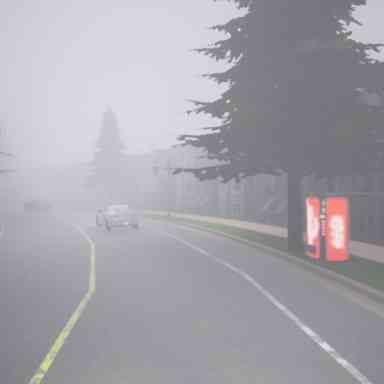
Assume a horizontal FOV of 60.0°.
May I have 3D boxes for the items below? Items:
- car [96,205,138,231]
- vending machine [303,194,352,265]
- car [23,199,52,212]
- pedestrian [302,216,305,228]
[{"bbox_3d":[-4.668,1.502,20.505,1.812,1.442,4.674,0,0,-26],"label":"car"},{"bbox_3d":[4.242,1.133,10.476,1.100,2.100,0.880,0,0,-12],"label":"vending machine"},{"bbox_3d":[-17.766,1.502,38.058,2.128,1.511,4.902,0,0,-44],"label":"car"},{"bbox_3d":[3.747,1.080,11.907,0.375,1.860,0.375,0,0,-13],"label":"pedestrian"}]
